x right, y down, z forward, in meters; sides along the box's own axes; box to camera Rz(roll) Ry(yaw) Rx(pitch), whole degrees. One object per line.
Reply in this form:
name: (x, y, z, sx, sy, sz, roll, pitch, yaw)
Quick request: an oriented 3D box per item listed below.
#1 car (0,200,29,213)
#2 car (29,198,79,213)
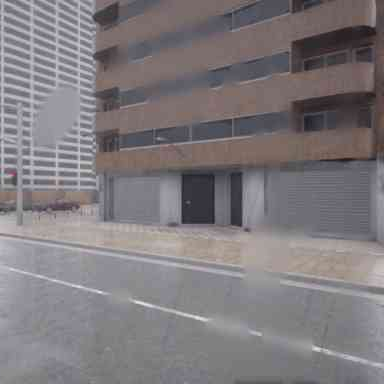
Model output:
car: (-19.538, 1.547, 37.414, 2.033, 1.411, 5.357, 0, 0, 35)
car: (-15.167, 1.477, 37.575, 1.882, 1.535, 5.008, 0, 0, 35)
